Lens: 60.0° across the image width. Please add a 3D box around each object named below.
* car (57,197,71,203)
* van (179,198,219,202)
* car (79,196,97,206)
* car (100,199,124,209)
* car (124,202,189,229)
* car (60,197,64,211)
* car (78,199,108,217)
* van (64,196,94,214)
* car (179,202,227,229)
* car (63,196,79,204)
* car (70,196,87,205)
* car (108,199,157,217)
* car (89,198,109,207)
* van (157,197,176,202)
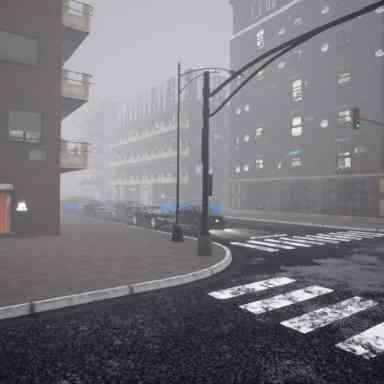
[{"bbox_3d":[-27.794,1.727,72.087,1.887,1.381,4.507,1,-1,-35],"label":"car"},{"bbox_3d":[0.858,1.439,30.686,1.690,1.788,3.998,1,-1,-35],"label":"van"},{"bbox_3d":[-18.243,1.597,58.287,1.967,1.590,4.097,1,-1,-35],"label":"car"},{"bbox_3d":[-11.877,1.683,49.086,1.887,1.381,4.507,1,-1,-35],"label":"car"},{"bbox_3d":[-2.440,1.539,21.600,2.008,1.369,4.403,1,-1,-35],"label":"car"},{"bbox_3d":[-15.174,1.580,40.001,2.008,1.369,4.403,1,-1,-35],"label":"car"},{"bbox_3d":[-8.807,1.591,30.801,1.802,1.307,4.206,1,-1,-35],"label":"car"},{"bbox_3d":[-11.989,1.361,35.403,1.690,1.788,3.998,1,-1,-35],"label":"van"},{"bbox_3d":[0.388,1.581,21.845,1.994,1.385,4.181,1,-1,-35],"label":"car"},{"bbox_3d":[-24.610,1.614,67.487,1.967,1.590,4.097,1,-1,-35],"label":"car"},{"bbox_3d":[-21.426,1.605,62.887,1.967,1.590,4.097,1,-1,-35],"label":"car"},{"bbox_3d":[-5.517,1.528,30.381,2.128,1.511,4.902,1,-1,-35],"label":"car"},{"bbox_3d":[-15.061,1.729,53.685,1.802,1.307,4.206,1,-1,-35],"label":"car"},{"bbox_3d":[-2.326,1.449,35.286,1.690,1.788,3.998,1,-1,-35],"label":"van"}]
